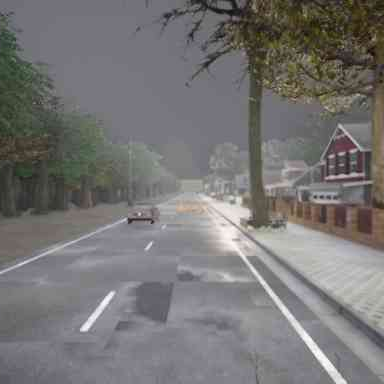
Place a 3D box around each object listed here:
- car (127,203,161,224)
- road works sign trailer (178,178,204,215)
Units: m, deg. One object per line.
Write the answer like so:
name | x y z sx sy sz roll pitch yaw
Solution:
car | -3.405 1.495 24.037 2.033 1.411 5.357 0 0 0
road works sign trailer | -0.008 0.403 32.727 2.380 3.560 2.880 0 0 0
